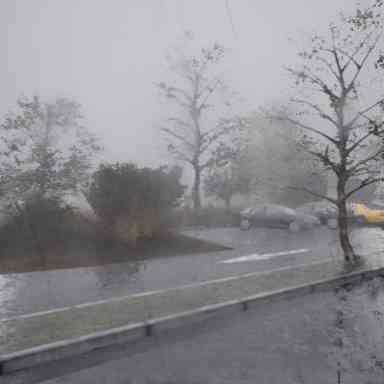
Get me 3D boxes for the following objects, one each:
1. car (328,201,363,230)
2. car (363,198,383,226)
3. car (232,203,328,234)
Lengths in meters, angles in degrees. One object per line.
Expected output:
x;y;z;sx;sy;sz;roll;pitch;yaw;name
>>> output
7.474;1.412;20.545;4.892;1.521;2.231;-1;0;37;car
10.151;1.399;22.525;5.366;1.575;1.946;-1;0;37;car
4.634;1.422;18.686;4.892;1.521;2.231;-1;-1;37;car
